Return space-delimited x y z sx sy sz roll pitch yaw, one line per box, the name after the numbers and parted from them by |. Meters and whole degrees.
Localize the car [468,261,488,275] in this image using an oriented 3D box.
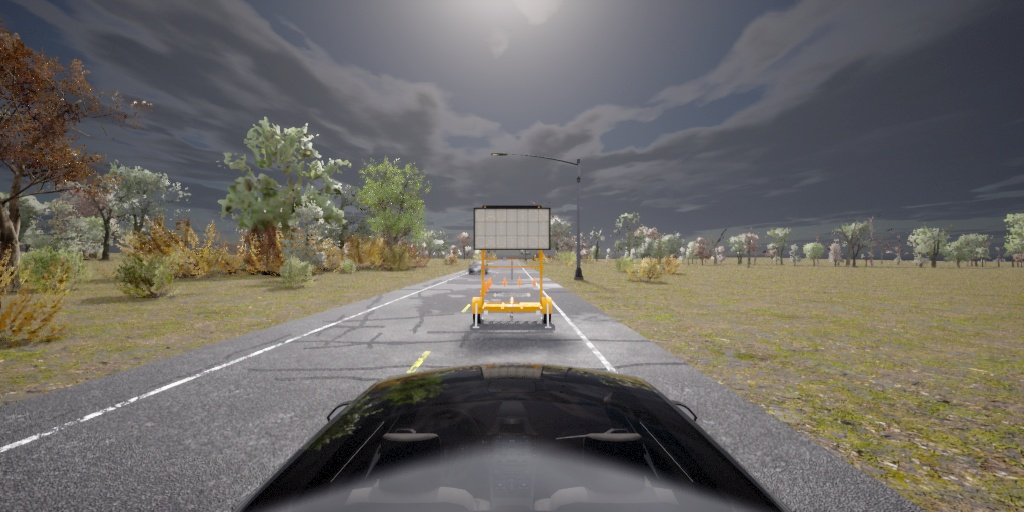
-3.595 1.257 38.630 2.128 1.511 4.902 0 0 0 | car

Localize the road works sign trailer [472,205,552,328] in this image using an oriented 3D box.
0.002 0.216 11.344 2.380 3.560 2.880 0 0 0 | road works sign trailer
